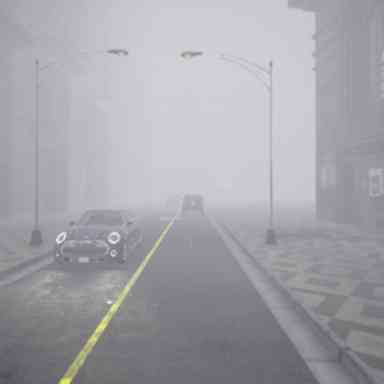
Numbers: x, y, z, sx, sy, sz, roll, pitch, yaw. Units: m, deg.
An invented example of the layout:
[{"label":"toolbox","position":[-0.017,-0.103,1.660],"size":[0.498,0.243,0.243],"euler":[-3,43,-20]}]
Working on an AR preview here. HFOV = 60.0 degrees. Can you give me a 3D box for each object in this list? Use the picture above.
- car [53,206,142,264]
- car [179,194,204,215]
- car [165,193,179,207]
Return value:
[{"label":"car","position":[-3.102,1.353,11.786],"size":[2.097,1.767,4.553],"euler":[0,0,0]},{"label":"car","position":[0.090,1.222,34.226],"size":[2.150,2.045,5.566],"euler":[0,0,0]},{"label":"car","position":[-3.073,1.246,53.681],"size":[2.150,2.045,5.566],"euler":[0,0,1]}]
